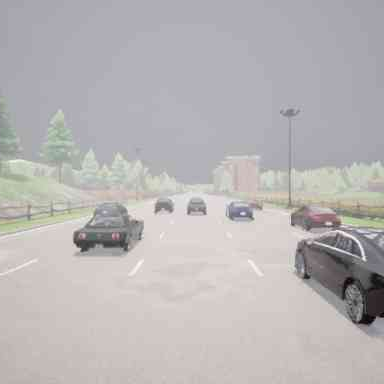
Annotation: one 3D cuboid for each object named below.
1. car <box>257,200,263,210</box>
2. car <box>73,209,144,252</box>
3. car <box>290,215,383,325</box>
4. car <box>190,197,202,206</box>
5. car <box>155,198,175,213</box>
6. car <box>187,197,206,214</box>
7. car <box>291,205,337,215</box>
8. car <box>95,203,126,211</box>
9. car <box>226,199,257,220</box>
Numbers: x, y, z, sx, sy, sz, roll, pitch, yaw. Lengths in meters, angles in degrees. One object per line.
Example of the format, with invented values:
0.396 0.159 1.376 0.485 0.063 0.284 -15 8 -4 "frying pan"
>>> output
7.574 1.578 41.965 1.895 1.301 4.718 0 0 1 "car"
-3.241 1.593 13.949 1.895 1.301 4.718 0 0 1 "car"
3.680 1.488 7.060 2.128 1.511 4.902 0 0 1 "car"
0.661 1.498 53.387 1.812 1.442 4.674 0 -1 0 "car"
-2.984 1.486 36.795 1.837 1.490 4.892 0 0 1 "car"
0.493 1.472 34.937 2.128 1.511 4.902 0 0 1 "car"
7.330 1.515 20.050 1.812 1.442 4.674 0 0 1 "car"
-6.590 1.550 27.293 1.994 1.385 4.181 0 0 1 "car"
3.915 1.511 27.679 1.812 1.442 4.674 0 0 1 "car"
